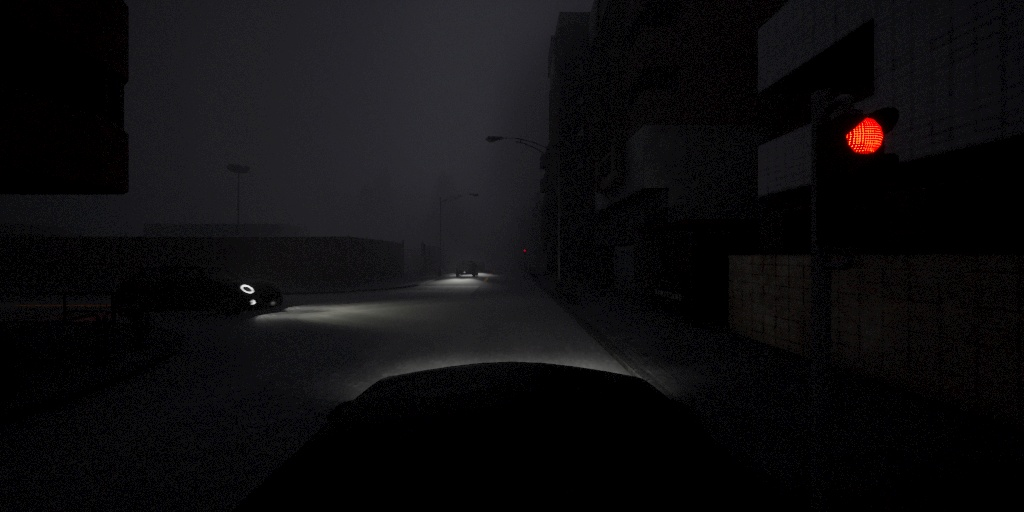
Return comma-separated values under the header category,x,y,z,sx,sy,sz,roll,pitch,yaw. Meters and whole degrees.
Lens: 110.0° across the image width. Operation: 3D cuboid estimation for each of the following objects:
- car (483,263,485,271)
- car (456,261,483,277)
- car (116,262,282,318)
category,x,y,z,sx,sy,sz,roll,pitch,yaw
car,-4.477,1.351,45.779,1.895,1.301,4.718,0,0,0
car,-4.410,1.242,35.665,2.128,1.511,4.902,0,0,0
car,-10.774,1.102,12.615,4.553,1.767,2.097,0,0,-5
